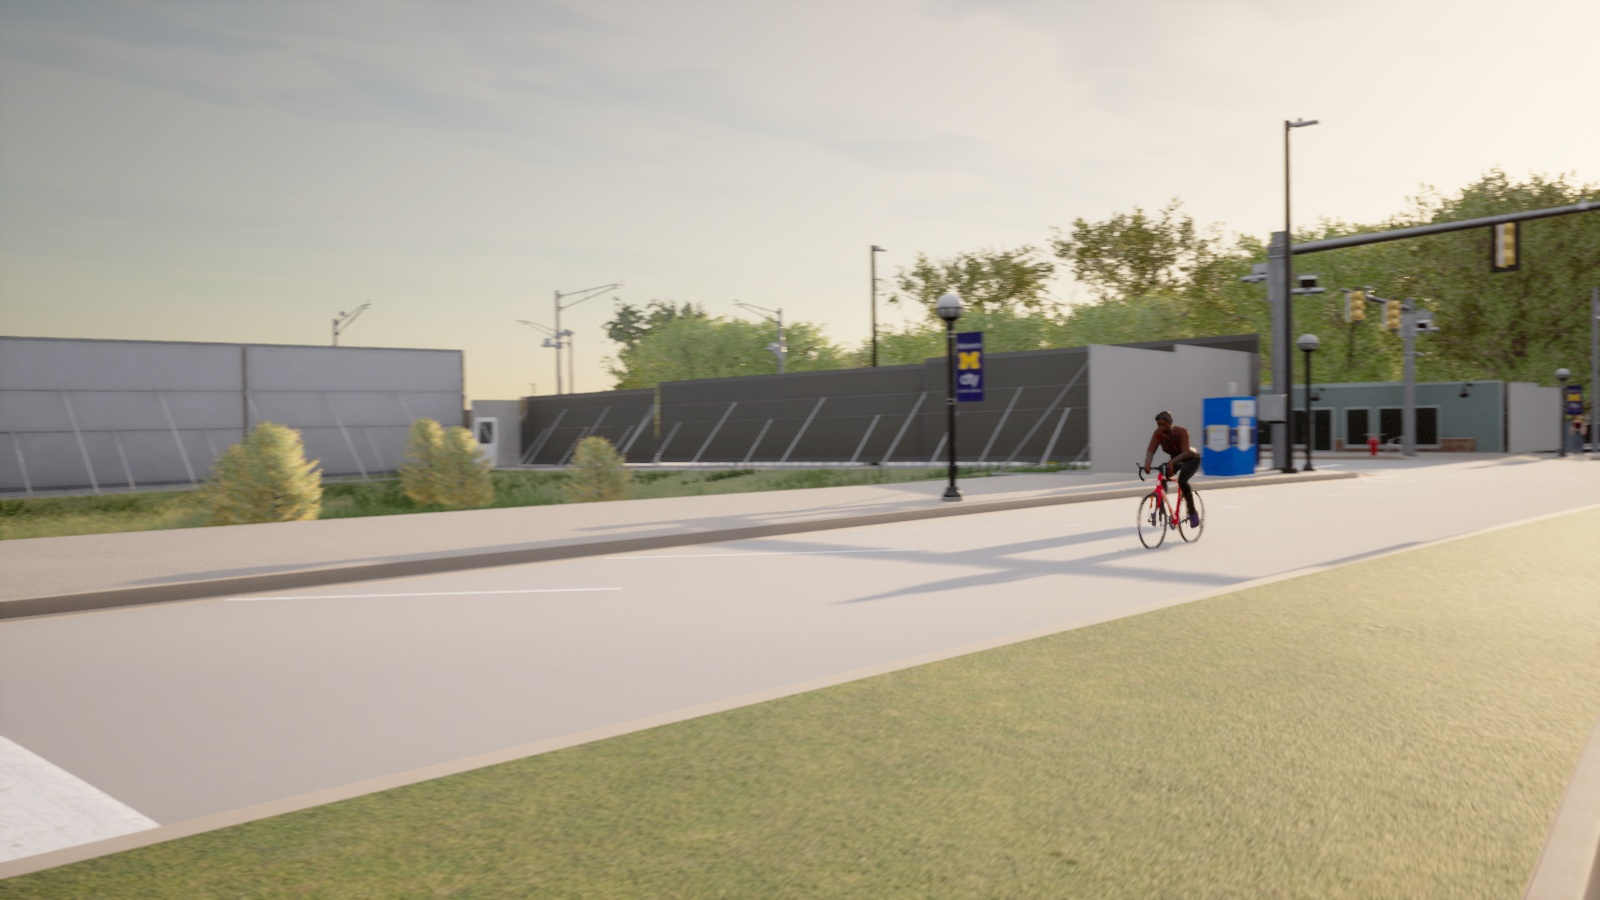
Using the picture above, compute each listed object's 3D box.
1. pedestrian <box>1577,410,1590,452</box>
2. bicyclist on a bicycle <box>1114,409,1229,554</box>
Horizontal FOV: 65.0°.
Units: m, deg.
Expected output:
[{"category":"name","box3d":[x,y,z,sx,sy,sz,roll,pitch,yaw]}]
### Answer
[{"category":"pedestrian","box3d":[34.567,-0.855,55.413,0.594,1.836,0.345,-3,2,-42]},{"category":"bicyclist on a bicycle","box3d":[4.445,0.341,14.958,0.582,1.620,1.656,0,2,44]}]
